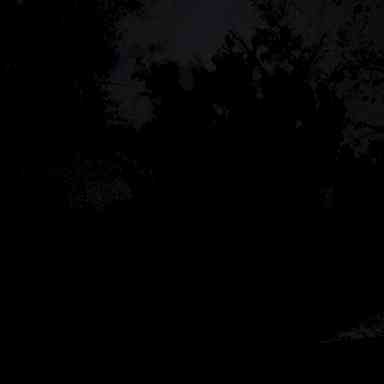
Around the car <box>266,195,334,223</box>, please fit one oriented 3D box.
[{"bbox_3d":[9.001,1.309,27.606,5.566,2.045,2.435,0,-1,-34],"label":"car"}]

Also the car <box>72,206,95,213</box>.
[{"bbox_3d":[-25.990,4.087,79.622,4.892,1.521,2.231,0,-2,-34],"label":"car"}]

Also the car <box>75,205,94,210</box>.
[{"bbox_3d":[-24.178,3.975,76.895,4.674,1.452,2.002,0,-2,-34],"label":"car"}]

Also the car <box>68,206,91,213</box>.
[{"bbox_3d":[-27.811,4.237,82.338,5.008,1.535,2.097,0,-2,-34],"label":"car"}]

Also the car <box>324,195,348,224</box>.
[{"bbox_3d":[12.087,1.217,23.100,5.566,2.045,2.435,0,-1,-34],"label":"car"}]

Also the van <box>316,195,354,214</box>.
[{"bbox_3d":[16.469,1.380,38.194,4.442,1.987,1.878,0,-1,-34],"label":"van"}]

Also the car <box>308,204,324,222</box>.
[{"bbox_3d":[10.564,1.513,25.286,4.892,1.521,2.231,0,-1,-34],"label":"car"}]

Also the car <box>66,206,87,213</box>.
[{"bbox_3d":[-29.545,4.423,84.960,4.674,1.452,2.002,0,-2,-34],"label":"car"}]
